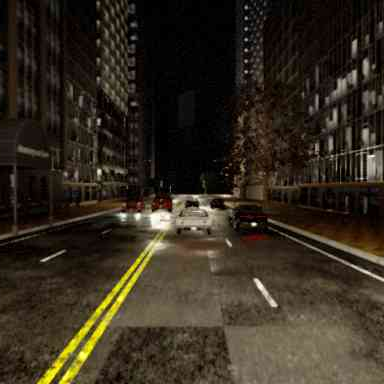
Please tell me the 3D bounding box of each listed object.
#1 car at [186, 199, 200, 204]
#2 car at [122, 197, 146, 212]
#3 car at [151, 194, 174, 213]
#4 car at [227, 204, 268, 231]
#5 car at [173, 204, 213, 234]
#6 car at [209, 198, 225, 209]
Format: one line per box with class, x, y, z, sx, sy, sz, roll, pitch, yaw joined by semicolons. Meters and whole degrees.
car;0.076;1.579;46.109;1.895;1.301;4.718;0;0;0
car;-6.519;1.349;37.808;2.097;1.767;4.553;0;0;0
car;-3.269;1.206;37.710;2.150;2.045;5.566;0;0;0
car;3.346;1.500;20.387;1.837;1.490;4.892;0;0;0
car;0.095;1.598;19.348;1.895;1.301;4.718;0;0;0
car;3.327;1.526;44.238;2.033;1.411;5.357;0;0;0
